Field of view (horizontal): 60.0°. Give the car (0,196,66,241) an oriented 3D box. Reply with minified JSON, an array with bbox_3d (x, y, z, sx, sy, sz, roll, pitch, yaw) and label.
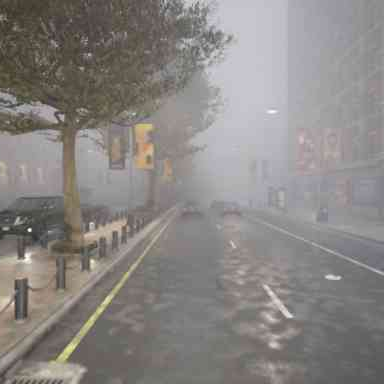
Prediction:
[{"bbox_3d":[-8.001,1.221,17.074,2.150,2.045,5.566,0,0,0],"label":"car"}]

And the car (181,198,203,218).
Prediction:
[{"bbox_3d":[0.000,1.547,30.446,2.033,1.411,5.357,0,0,0],"label":"car"}]

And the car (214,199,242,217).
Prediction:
[{"bbox_3d":[3.502,1.548,31.152,2.033,1.411,5.357,0,0,0],"label":"car"}]

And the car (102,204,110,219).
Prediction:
[{"bbox_3d":[-8.002,1.588,26.881,1.994,1.385,4.181,0,1,0],"label":"car"}]

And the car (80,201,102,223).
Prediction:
[{"bbox_3d":[-8.001,1.419,22.520,2.128,1.511,4.902,0,4,0],"label":"car"}]

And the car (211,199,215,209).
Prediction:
[{"bbox_3d":[3.543,1.565,44.143,1.994,1.385,4.181,0,0,1],"label":"car"}]

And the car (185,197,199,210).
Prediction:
[{"bbox_3d":[0.040,1.505,43.921,1.837,1.490,4.892,0,0,1],"label":"car"}]
